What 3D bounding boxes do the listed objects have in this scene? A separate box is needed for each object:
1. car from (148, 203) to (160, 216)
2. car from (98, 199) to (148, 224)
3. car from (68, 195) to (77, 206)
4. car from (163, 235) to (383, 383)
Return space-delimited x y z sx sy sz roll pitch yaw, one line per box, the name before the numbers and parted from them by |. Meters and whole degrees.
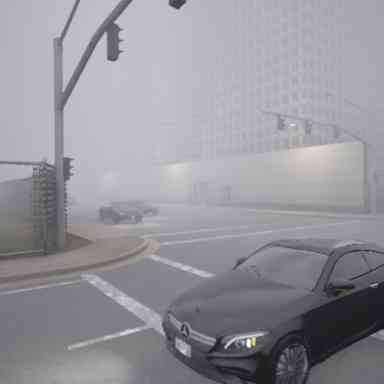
car | -4.850 1.363 29.161 2.033 1.411 5.357 -1 0 -35
car | -5.189 1.377 23.585 1.812 1.442 4.674 -1 0 -35
car | -18.311 1.169 48.264 2.097 1.767 4.553 -1 0 -35
car | 1.791 1.463 5.140 4.674 1.442 1.812 -2 1 -35
